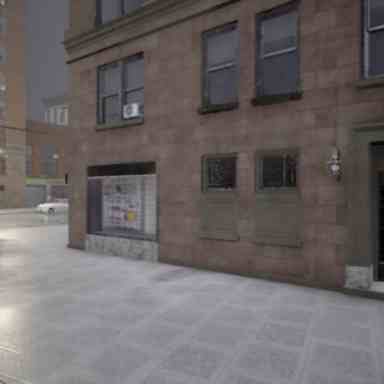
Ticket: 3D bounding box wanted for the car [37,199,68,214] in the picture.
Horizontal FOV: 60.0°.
[{"bbox_3d":[-13.586,1.431,34.320,1.812,1.442,4.674,0,0,35],"label":"car"}]
